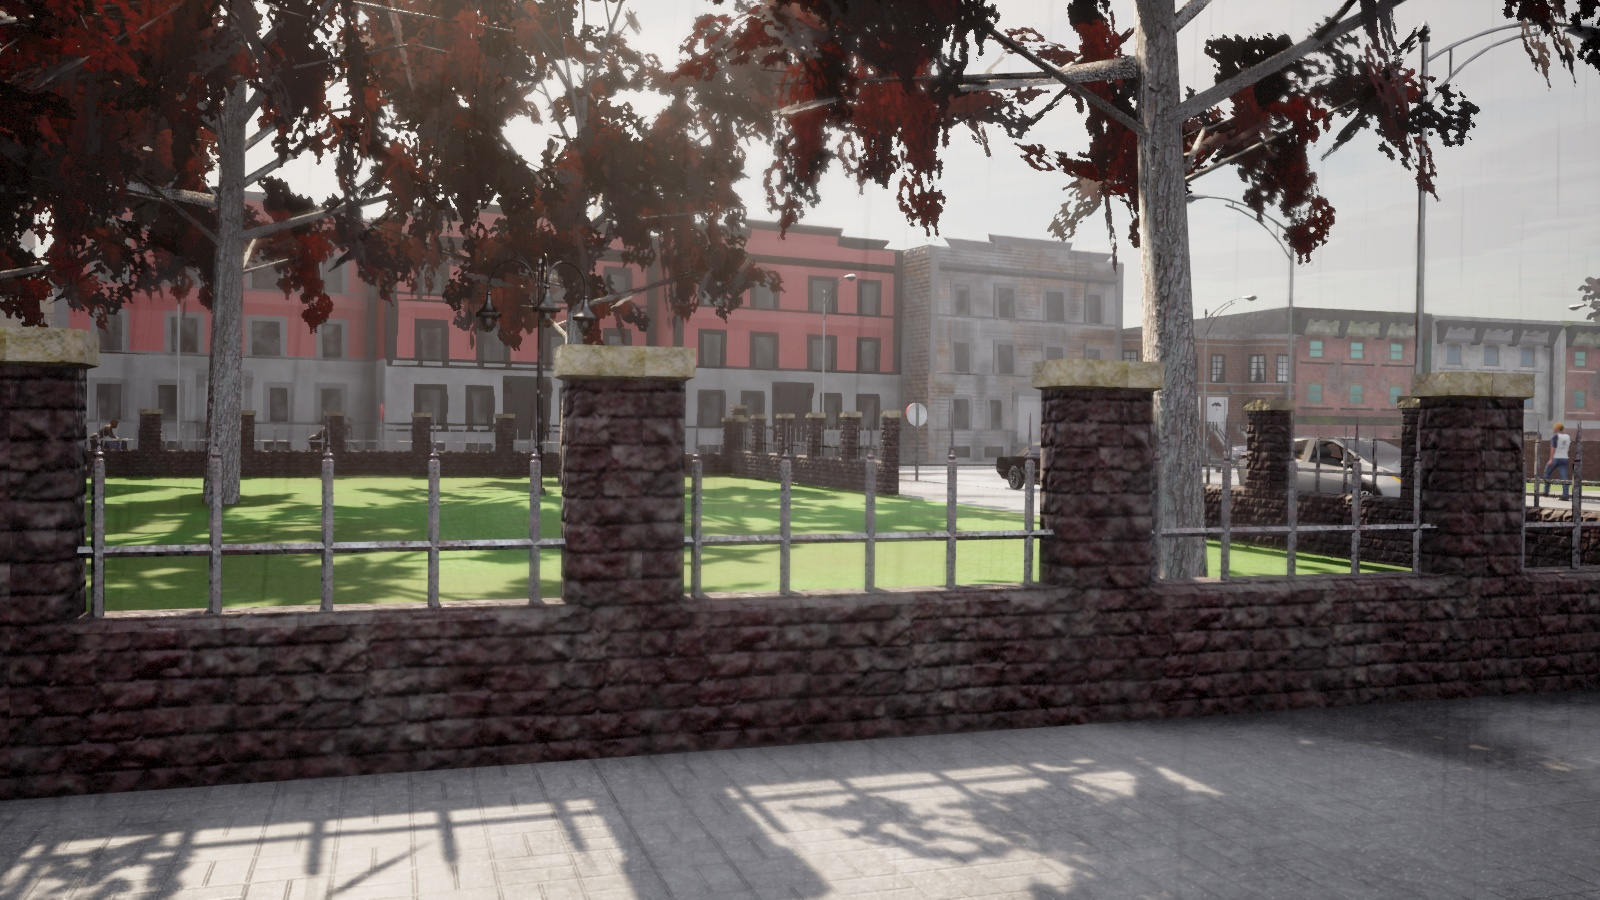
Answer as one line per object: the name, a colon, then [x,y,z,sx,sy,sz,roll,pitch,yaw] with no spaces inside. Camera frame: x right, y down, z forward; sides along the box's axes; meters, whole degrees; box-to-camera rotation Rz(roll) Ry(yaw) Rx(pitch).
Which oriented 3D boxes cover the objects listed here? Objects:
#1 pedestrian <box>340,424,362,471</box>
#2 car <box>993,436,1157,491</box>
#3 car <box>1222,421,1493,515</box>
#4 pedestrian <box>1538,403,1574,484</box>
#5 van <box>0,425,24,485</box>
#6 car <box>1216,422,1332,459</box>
pedestrian: [-17.945,-0.115,50.221,0.720,1.854,0.376,-1,1,2]
car: [6.994,0.294,32.525,1.895,1.301,4.718,-1,1,-20]
car: [10.067,0.260,23.108,2.007,1.525,4.514,-1,1,-20]
pedestrian: [17.363,-0.149,28.840,0.354,1.836,0.706,-1,1,-7]
van: [-28.695,0.179,41.897,4.442,1.987,1.775,-1,1,-18]
car: [22.012,-0.459,58.345,4.856,1.649,2.033,-1,1,-18]
